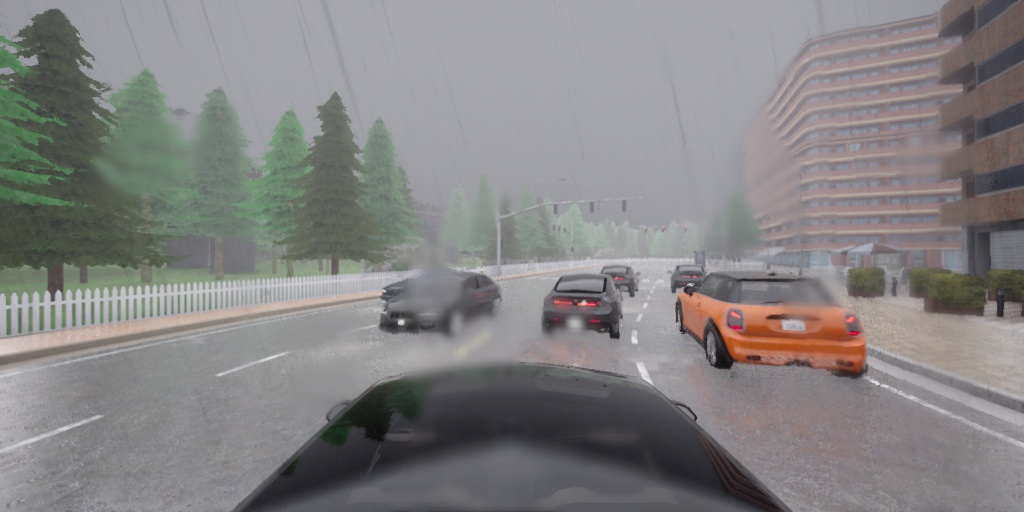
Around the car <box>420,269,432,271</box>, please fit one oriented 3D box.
[{"bbox_3d":[-3.441,1.284,16.240,2.033,1.411,5.357,0,0,23],"label":"car"}]

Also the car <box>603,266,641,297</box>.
[{"bbox_3d":[5.616,1.238,18.958,1.837,1.490,4.892,0,0,23],"label":"car"}]

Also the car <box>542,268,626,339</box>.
[{"bbox_3d":[2.155,1.247,10.204,1.837,1.490,4.892,0,0,18],"label":"car"}]

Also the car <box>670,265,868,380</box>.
[{"bbox_3d":[4.932,1.096,7.609,2.097,1.767,4.553,0,0,15],"label":"car"}]

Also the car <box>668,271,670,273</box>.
[{"bbox_3d":[9.958,1.235,20.220,1.837,1.490,4.892,0,0,23],"label":"car"}]

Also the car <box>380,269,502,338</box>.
[{"bbox_3d":[-1.751,1.247,10.418,1.837,1.490,4.892,0,0,18],"label":"car"}]
